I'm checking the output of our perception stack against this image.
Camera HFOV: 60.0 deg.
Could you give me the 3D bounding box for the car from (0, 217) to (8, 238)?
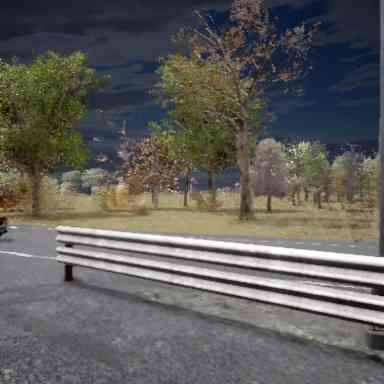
[{"bbox_3d":[-11.345,1.544,16.245,5.008,1.535,1.882,0,-1,21],"label":"car"}]
